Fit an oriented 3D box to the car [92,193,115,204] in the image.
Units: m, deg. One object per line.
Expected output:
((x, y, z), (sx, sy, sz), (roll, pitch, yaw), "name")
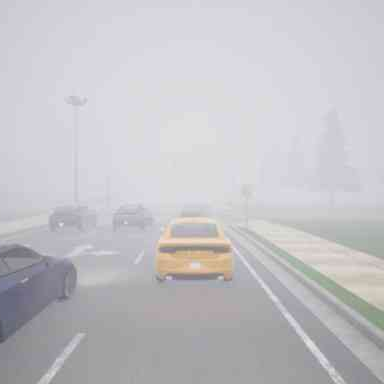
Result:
((-16.317, 1.378, 61.657), (2.097, 1.767, 4.553), (0, 0, 0), "car")

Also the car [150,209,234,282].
((0.039, 1.482, 9.807), (1.882, 1.535, 5.008), (0, 0, -1), "car")

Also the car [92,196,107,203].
((-19.822, 1.582, 71.374), (1.994, 1.385, 4.181), (0, 0, 0), "car")

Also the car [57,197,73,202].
((-23.317, 1.626, 61.812), (1.895, 1.301, 4.718), (0, 0, 0), "car")

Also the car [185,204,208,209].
((0.309, 1.535, 22.092), (1.812, 1.442, 4.674), (0, 0, 9), "car")

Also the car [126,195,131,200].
((-16.327, 1.511, 82.122), (1.882, 1.535, 5.008), (0, 0, 0), "car")

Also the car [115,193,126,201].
((-16.322, 1.255, 70.968), (2.150, 2.045, 5.566), (0, 0, 0), "car")

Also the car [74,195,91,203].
((-23.322, 1.507, 70.949), (1.882, 1.535, 5.008), (0, 0, 0), "car")

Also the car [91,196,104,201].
((-23.327, 1.628, 82.116), (1.895, 1.301, 4.718), (0, 0, 0), "car")

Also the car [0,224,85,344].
((-3.424, 1.528, 5.353), (1.812, 1.442, 4.674), (0, 0, 0), "car")

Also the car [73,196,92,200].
((-19.818, 1.573, 62.164), (2.033, 1.411, 5.357), (0, 0, 0), "car")

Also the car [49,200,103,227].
((-7.198, 1.514, 20.548), (1.837, 1.490, 4.892), (0, 0, -2), "car")

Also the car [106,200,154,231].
((-3.525, 1.501, 20.574), (2.128, 1.511, 4.902), (0, 0, 2), "car")
